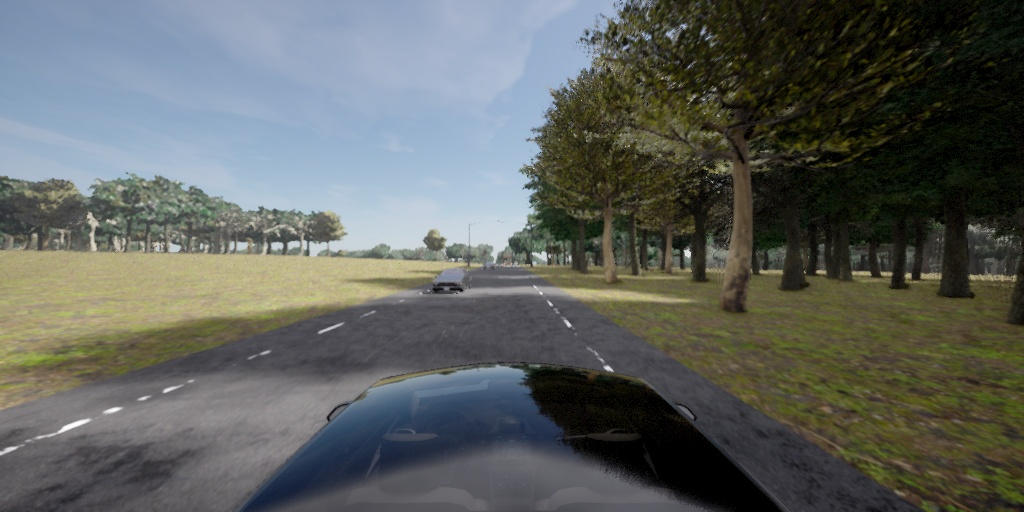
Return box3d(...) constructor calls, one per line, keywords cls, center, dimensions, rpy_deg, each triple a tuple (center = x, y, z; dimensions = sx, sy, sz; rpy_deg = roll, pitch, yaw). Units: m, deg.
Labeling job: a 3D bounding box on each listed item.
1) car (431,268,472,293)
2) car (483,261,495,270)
box3d(cls="car", center=(-3.665, 1.495, 22.766), dimensions=(2.033, 1.411, 5.357), rpy_deg=(0, 0, 0))
box3d(cls="car", center=(-4.034, 1.693, 62.647), dimensions=(2.128, 1.511, 4.902), rpy_deg=(0, 0, 0))
